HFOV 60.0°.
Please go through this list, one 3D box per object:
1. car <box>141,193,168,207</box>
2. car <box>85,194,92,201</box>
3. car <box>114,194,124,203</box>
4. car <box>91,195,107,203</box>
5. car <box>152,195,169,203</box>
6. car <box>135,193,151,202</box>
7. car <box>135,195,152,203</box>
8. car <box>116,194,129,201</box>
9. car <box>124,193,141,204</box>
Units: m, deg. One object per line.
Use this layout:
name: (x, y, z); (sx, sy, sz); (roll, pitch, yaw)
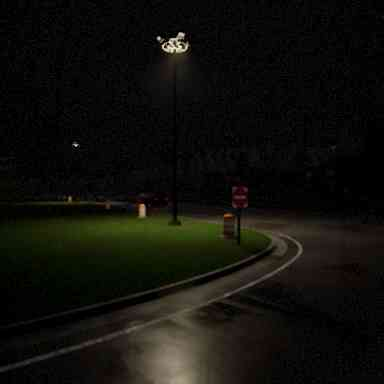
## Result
car: (-5.540, 1.196, 50.979); (2.150, 2.045, 5.566); (0, 0, -26)
car: (-23.960, 1.502, 79.936); (1.812, 1.442, 4.674); (0, 0, -26)
car: (-15.051, 1.526, 69.870); (1.994, 1.385, 4.181); (0, 0, -26)
car: (-19.357, 1.518, 70.671); (2.033, 1.411, 5.357); (0, 0, -26)
car: (-6.562, 1.442, 68.517); (1.882, 1.535, 5.008); (0, 0, -26)
car: (-11.552, 1.189, 78.560); (2.150, 2.045, 5.566); (0, 0, -26)
car: (-9.873, 1.446, 67.318); (1.882, 1.535, 5.008); (0, 0, -26)
car: (-17.202, 1.323, 82.066); (2.097, 1.767, 4.553); (0, 0, -26)
car: (-10.347, 1.451, 60.565); (1.882, 1.535, 5.008); (0, 0, -26)
